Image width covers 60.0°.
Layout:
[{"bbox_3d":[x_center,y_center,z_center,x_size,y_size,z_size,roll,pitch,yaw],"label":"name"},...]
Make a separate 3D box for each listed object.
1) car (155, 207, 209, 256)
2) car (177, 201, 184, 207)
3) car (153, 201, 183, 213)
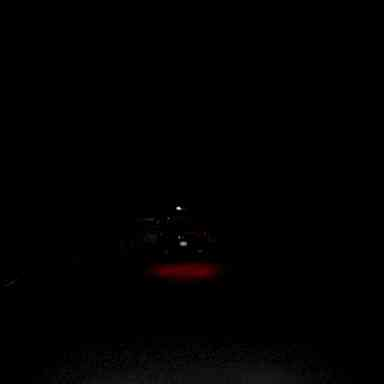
[{"bbox_3d":[-0.460,1.620,13.796,1.882,1.535,5.008,0,0,-4],"label":"car"},{"bbox_3d":[-3.016,2.686,71.347,1.994,1.385,4.181,1,-1,13],"label":"car"},{"bbox_3d":[-2.204,1.843,28.670,1.837,1.490,4.892,-1,0,-8],"label":"car"}]
